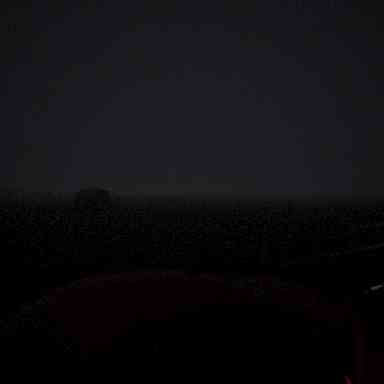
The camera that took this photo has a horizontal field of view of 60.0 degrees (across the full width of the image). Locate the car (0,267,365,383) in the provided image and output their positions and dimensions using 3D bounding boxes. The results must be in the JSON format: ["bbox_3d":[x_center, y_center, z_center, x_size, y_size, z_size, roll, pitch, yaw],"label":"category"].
[{"bbox_3d":[-0.637,1.472,2.610,5.008,1.535,1.882,0,0,-35],"label":"car"}]
